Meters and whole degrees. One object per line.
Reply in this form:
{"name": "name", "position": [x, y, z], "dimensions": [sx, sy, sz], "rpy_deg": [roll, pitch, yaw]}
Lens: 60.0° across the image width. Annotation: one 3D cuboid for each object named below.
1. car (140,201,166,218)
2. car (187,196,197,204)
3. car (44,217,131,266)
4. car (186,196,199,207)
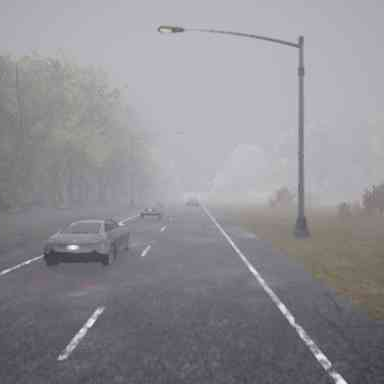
{"name": "car", "position": [-3.403, 1.536, 29.469], "dimensions": [2.033, 1.411, 5.357], "rpy_deg": [0, 0, 0]}
{"name": "car", "position": [-0.005, 1.506, 66.409], "dimensions": [1.812, 1.442, 4.674], "rpy_deg": [0, 0, 0]}
{"name": "car", "position": [-3.402, 1.559, 11.524], "dimensions": [1.994, 1.385, 4.181], "rpy_deg": [0, 0, 0]}
{"name": "car", "position": [0.095, 1.545, 51.948], "dimensions": [1.994, 1.385, 4.181], "rpy_deg": [0, 0, 0]}
